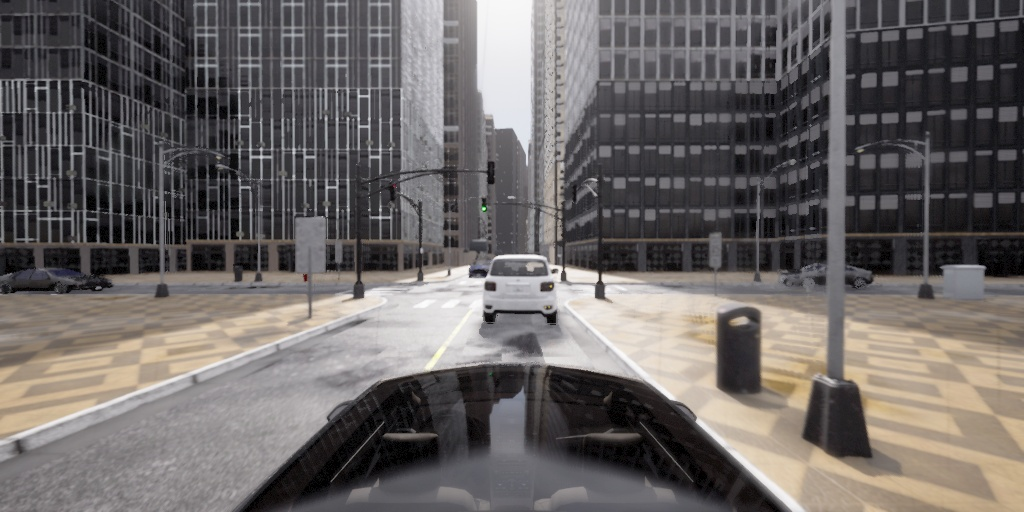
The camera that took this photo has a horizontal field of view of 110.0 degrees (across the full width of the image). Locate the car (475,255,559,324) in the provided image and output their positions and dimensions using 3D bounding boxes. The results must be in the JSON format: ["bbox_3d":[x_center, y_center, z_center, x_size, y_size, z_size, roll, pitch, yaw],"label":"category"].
[{"bbox_3d":[0.405,0.996,12.250,2.150,2.045,5.566,0,0,5],"label":"car"}]

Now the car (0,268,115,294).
[{"bbox_3d":[-25.808,1.398,20.094,5.357,1.411,2.033,0,1,0],"label":"car"}]

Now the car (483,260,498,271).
[{"bbox_3d":[-3.078,1.376,51.808,1.882,1.535,5.008,0,-1,0],"label":"car"}]

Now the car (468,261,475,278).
[{"bbox_3d":[-3.097,1.195,35.635,2.097,1.767,4.553,0,0,0],"label":"car"}]

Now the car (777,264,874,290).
[{"bbox_3d":[19.276,1.241,22.184,4.902,1.511,2.128,0,0,5],"label":"car"}]
